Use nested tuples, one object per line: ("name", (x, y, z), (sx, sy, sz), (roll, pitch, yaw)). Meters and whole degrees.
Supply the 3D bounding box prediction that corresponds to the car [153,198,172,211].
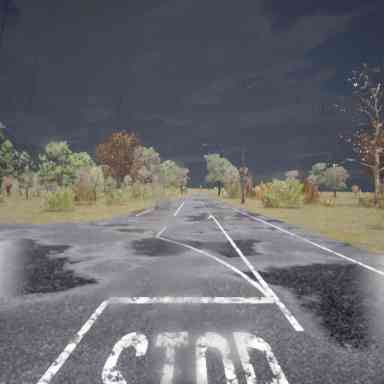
("car", (-3.405, 1.479, 39.546), (1.837, 1.490, 4.892), (0, 0, 0))
